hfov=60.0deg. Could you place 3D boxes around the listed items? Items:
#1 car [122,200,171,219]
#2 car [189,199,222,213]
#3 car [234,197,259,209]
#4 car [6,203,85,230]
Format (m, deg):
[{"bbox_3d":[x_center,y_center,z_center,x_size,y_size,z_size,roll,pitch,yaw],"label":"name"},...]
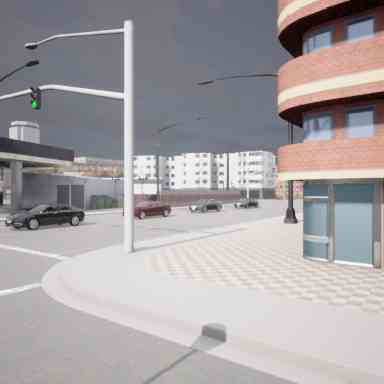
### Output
[{"bbox_3d":[-3.866,1.477,29.011,1.882,1.535,5.008,0,0,34],"label":"car"},{"bbox_3d":[1.553,1.491,36.858,2.128,1.511,4.902,0,0,35],"label":"car"},{"bbox_3d":[7.462,1.491,45.384,2.128,1.511,4.902,0,0,35],"label":"car"},{"bbox_3d":[-9.191,1.504,21.231,1.837,1.490,4.892,0,0,34],"label":"car"}]
